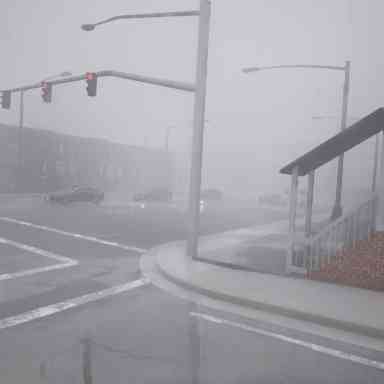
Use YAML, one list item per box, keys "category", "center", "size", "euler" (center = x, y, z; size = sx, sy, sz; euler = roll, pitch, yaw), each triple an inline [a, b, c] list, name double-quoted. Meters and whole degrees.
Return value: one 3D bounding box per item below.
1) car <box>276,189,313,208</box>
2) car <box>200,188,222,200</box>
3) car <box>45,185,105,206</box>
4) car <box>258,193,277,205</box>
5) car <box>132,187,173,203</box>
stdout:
- category: "car"
  center: [12.084, 0.680, 38.036]
  size: [2.150, 2.045, 5.566]
  euler: [5, 3, 36]
- category: "car"
  center: [1.997, 0.247, 42.296]
  size: [1.837, 1.490, 4.892]
  euler: [5, 3, 36]
- category: "car"
  center: [-9.283, 0.228, 26.668]
  size: [2.128, 1.511, 4.902]
  euler: [5, 3, 36]
- category: "car"
  center: [9.693, 0.787, 40.735]
  size: [1.994, 1.385, 4.181]
  euler: [5, 3, 36]
- category: "car"
  center: [-3.940, 0.244, 34.082]
  size: [1.837, 1.490, 4.892]
  euler: [5, 3, 36]
